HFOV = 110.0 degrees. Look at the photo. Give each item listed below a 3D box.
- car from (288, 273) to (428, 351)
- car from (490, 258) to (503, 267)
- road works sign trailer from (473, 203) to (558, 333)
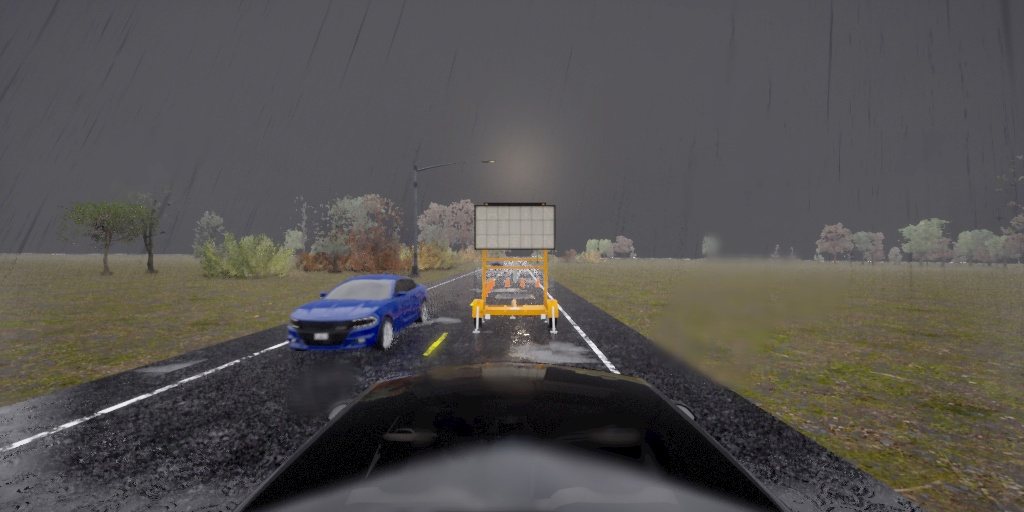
[{"bbox_3d":[-3.541,1.231,9.188,1.882,1.535,5.008,0,0,0],"label":"car"},{"bbox_3d":[-2.679,1.142,63.687,2.097,1.767,4.553,0,0,1],"label":"car"},{"bbox_3d":[0.086,0.218,10.749,2.380,3.560,2.880,0,0,0],"label":"road works sign trailer"}]
